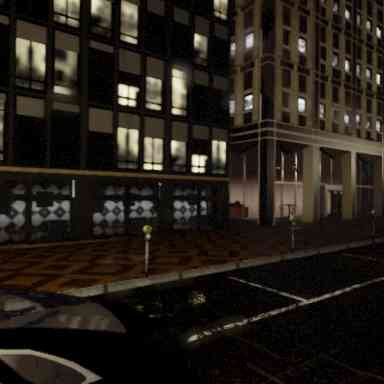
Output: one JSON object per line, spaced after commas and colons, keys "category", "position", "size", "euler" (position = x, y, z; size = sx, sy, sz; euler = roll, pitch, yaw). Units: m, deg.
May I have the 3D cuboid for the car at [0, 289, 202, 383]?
{"category": "car", "position": [-2.191, 1.492, 1.810], "size": [4.902, 1.511, 2.128], "euler": [0, 0, -35]}
